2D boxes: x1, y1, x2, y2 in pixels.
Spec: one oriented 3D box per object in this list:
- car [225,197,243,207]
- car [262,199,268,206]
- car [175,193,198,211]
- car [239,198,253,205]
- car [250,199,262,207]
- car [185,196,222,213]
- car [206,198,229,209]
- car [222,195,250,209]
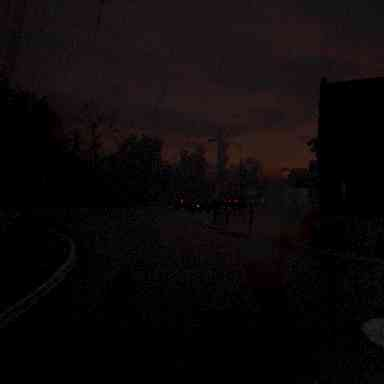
[{"bbox_3d":[7.716,1.840,61.080,2.097,1.767,4.553,0,-1,22],"label":"car"},{"bbox_3d":[14.582,2.191,69.471,1.895,1.301,4.718,0,-1,22],"label":"car"},{"bbox_3d":[-0.269,1.174,40.040,2.150,2.045,5.566,0,-2,19],"label":"car"},{"bbox_3d":[11.401,2.082,70.268,1.812,1.442,4.674,0,-1,22],"label":"car"},{"bbox_3d":[10.735,2.023,59.879,1.812,1.442,4.674,0,-1,22],"label":"car"},{"bbox_3d":[1.299,1.419,34.186,2.033,1.411,5.357,0,-1,17],"label":"car"},{"bbox_3d":[3.997,1.737,51.711,2.128,1.511,4.902,0,-1,22],"label":"car"},{"bbox_3d":[6.397,1.434,48.695,2.150,2.045,5.566,0,-1,22],"label":"car"}]
